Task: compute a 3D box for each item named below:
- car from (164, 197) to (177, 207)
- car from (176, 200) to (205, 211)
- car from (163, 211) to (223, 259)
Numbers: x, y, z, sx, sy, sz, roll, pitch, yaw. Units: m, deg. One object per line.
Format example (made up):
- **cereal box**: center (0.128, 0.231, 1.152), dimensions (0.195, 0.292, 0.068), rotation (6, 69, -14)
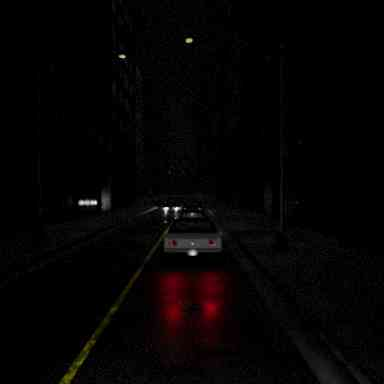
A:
- **car**: center (-3.037, 1.506, 49.907), dimensions (1.837, 1.490, 4.892), rotation (0, 0, 1)
- **car**: center (0.053, 1.497, 28.107), dimensions (2.128, 1.511, 4.902), rotation (0, 0, 0)
- **car**: center (0.044, 1.601, 12.506), dimensions (1.895, 1.301, 4.718), rotation (0, 0, 1)
